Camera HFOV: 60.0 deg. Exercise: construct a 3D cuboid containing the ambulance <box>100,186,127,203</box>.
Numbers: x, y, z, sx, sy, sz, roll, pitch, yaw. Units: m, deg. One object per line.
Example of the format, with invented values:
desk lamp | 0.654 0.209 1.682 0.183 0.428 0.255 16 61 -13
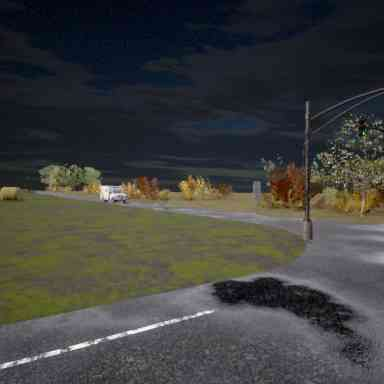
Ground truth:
ambulance | -11.822 0.341 50.096 2.351 2.431 6.366 2 0 -32
